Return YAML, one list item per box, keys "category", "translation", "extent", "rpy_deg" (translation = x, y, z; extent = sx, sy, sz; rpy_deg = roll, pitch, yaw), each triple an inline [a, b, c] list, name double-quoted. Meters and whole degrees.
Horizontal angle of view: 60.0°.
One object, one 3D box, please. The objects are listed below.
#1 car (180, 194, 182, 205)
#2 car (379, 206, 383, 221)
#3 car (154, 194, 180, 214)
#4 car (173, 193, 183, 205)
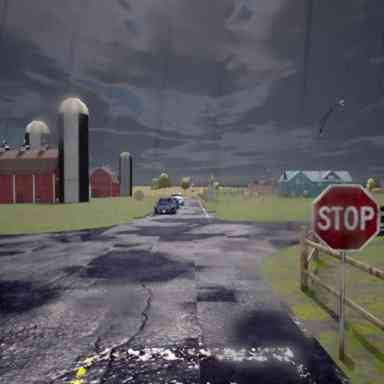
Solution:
- category: "car"
  translation: [-2.706, 1.467, 45.246]
  extent: [1.882, 1.535, 5.008]
  rpy_deg: [0, 0, 1]
- category: "car"
  translation: [14.239, 1.149, 21.695]
  extent: [4.892, 1.490, 1.837]
  rpy_deg: [-1, 1, -13]
- category: "car"
  translation: [-2.738, 1.343, 34.974]
  extent: [2.097, 1.767, 4.553]
  rpy_deg: [0, 0, 0]
- category: "car"
  translation: [-2.654, 1.211, 57.336]
  extent: [2.150, 2.045, 5.566]
  rpy_deg: [0, 0, 1]
